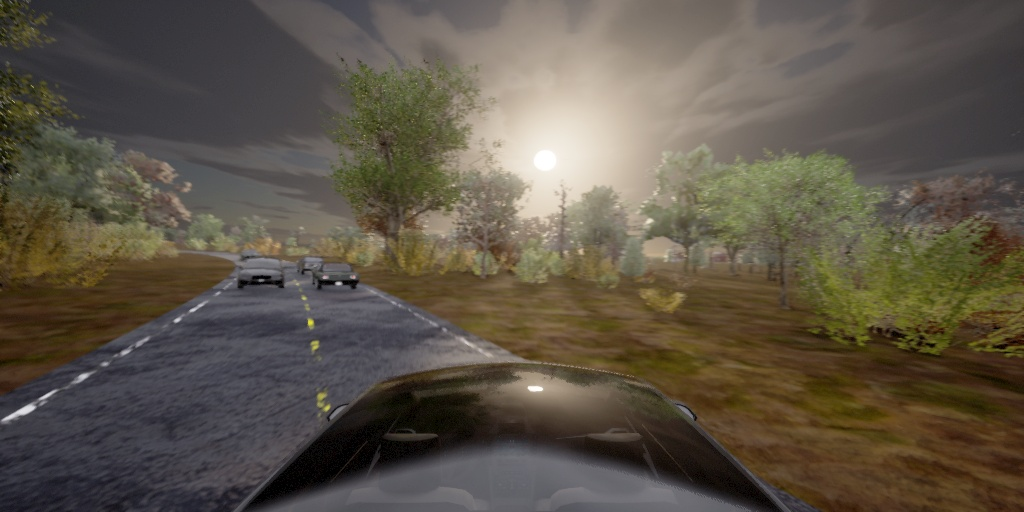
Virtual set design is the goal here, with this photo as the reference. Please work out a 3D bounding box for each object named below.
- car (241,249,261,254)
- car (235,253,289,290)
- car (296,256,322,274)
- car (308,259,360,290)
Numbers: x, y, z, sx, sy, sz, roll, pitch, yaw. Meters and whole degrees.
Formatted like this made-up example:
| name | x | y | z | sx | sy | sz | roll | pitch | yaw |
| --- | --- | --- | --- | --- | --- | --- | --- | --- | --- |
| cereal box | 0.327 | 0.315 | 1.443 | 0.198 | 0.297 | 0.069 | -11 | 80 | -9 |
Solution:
| name | x | y | z | sx | sy | sz | roll | pitch | yaw |
| --- | --- | --- | --- | --- | --- | --- | --- | --- | --- |
| car | -35.913 | -0.175 | 49.295 | 2.097 | 1.767 | 4.553 | 2 | 0 | -41 |
| car | -12.601 | 0.807 | 18.187 | 1.837 | 1.490 | 4.892 | 2 | 0 | -33 |
| car | -16.376 | 0.726 | 29.339 | 2.033 | 1.411 | 5.357 | 2 | 0 | -36 |
| car | -9.571 | 1.019 | 19.264 | 1.895 | 1.301 | 4.718 | 2 | 0 | -33 |
